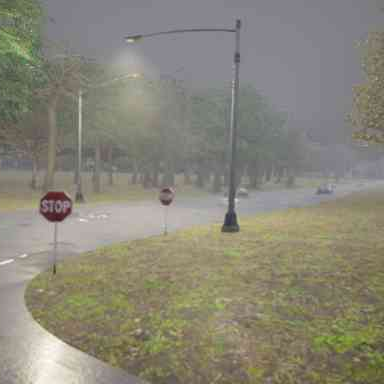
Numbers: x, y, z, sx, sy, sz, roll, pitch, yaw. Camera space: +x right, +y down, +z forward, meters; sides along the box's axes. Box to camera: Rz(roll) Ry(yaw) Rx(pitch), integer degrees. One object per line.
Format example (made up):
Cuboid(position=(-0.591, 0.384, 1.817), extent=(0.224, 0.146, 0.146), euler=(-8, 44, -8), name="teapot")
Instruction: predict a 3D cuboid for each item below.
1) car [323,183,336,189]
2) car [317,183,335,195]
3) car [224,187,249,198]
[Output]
Cuboid(position=(35.815, -1.624, 86.592), extent=(1.882, 1.535, 5.008), euler=(4, 4, 35), name="car")
Cuboid(position=(23.229, -0.425, 57.989), extent=(2.097, 1.767, 4.553), euler=(3, 4, 30), name="car")
Cuboid(position=(6.038, 0.069, 44.680), extent=(1.812, 1.442, 4.674), euler=(4, 5, 35), name="car")
